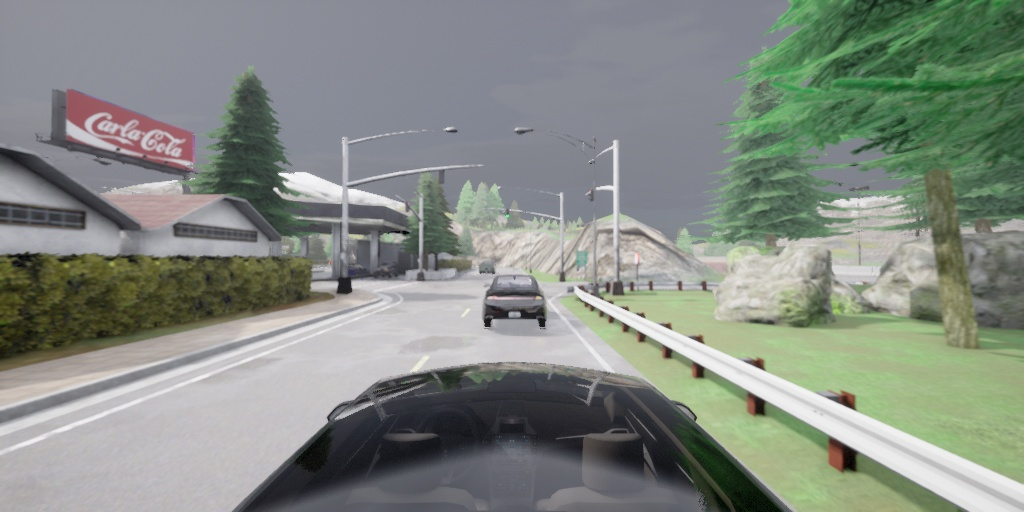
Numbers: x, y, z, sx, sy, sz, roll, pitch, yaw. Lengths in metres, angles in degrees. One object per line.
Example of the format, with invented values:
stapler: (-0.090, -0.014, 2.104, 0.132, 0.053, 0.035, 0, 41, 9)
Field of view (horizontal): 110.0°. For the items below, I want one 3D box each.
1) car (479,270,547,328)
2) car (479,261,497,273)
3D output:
car: (0.086, 1.366, 11.899, 2.128, 1.511, 4.902, 0, -1, 0)
car: (-3.473, 1.695, 51.169, 2.150, 2.045, 5.566, 0, 1, 0)
